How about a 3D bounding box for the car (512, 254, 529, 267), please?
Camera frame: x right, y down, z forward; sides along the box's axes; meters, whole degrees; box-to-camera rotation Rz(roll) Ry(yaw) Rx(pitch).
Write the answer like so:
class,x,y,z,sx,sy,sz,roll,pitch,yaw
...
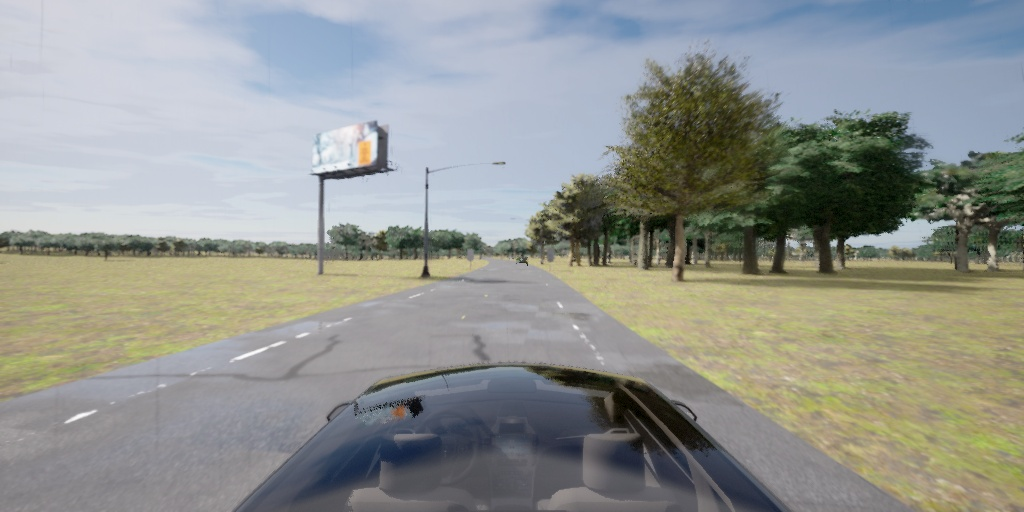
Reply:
class,x,y,z,sx,sy,sz,roll,pitch,yaw
car,1.532,0.667,57.130,2.150,2.045,5.566,1,0,0
